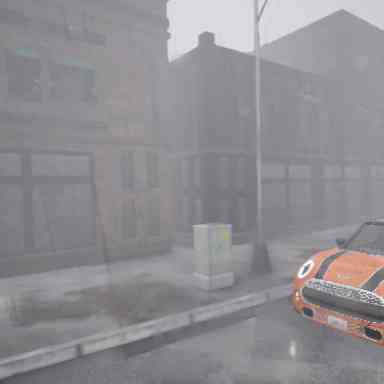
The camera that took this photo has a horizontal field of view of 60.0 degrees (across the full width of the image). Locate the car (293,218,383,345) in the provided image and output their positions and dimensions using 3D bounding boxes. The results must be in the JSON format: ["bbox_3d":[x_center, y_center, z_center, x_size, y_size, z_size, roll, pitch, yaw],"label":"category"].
[{"bbox_3d":[3.961,1.296,6.207,4.553,1.767,2.097,-1,1,-36],"label":"car"}]
